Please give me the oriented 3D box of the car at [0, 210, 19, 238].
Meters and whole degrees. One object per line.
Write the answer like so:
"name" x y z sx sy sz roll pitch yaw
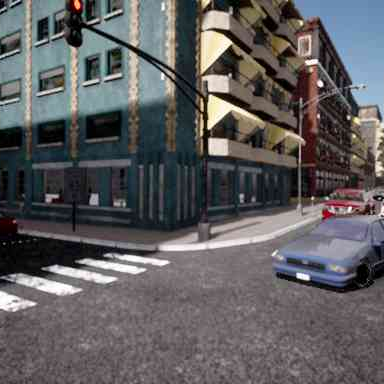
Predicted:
"car" -9.277 1.352 14.560 4.206 1.307 1.802 1 1 33

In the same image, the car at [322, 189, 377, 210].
"car" 8.653 0.797 18.420 2.192 1.841 5.009 2 3 33

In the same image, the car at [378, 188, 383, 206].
"car" 12.958 0.652 20.312 2.150 2.045 5.566 1 2 33

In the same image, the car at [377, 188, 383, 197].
"car" 29.822 0.086 51.164 1.947 1.339 4.313 2 3 33

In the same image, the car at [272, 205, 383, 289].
"car" 4.434 1.372 9.103 5.357 1.411 2.033 -3 3 -42
